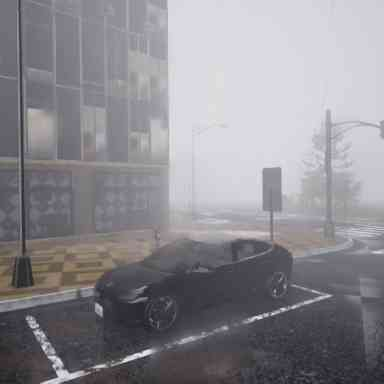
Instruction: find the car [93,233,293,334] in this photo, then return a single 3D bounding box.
[{"bbox_3d":[0.241,1.565,6.739,4.313,1.339,1.947,0,-1,-35],"label":"car"}]
